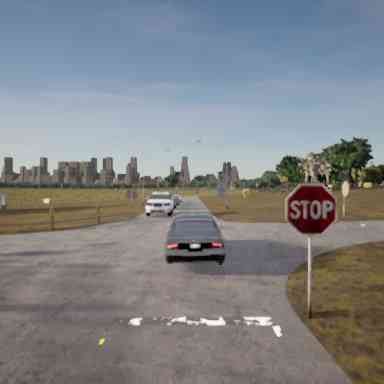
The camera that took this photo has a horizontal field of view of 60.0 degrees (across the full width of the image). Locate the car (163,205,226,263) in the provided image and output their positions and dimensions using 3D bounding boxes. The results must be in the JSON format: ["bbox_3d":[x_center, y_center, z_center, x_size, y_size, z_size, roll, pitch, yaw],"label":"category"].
[{"bbox_3d":[0.081,1.448,11.542,2.033,1.411,5.357,-1,2,0],"label":"car"}]

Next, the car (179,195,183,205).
[{"bbox_3d":[-2.813,1.252,49.832,2.033,1.411,5.357,0,0,0],"label":"car"}]

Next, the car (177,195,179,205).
[{"bbox_3d":[-2.828,1.277,40.002,1.812,1.442,4.674,0,0,0],"label":"car"}]

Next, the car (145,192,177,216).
[{"bbox_3d":[-2.835,1.029,30.201,2.150,2.045,5.566,0,0,0],"label":"car"}]

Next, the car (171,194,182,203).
[{"bbox_3d":[-2.741,1.193,60.134,1.812,1.442,4.674,0,0,0],"label":"car"}]
